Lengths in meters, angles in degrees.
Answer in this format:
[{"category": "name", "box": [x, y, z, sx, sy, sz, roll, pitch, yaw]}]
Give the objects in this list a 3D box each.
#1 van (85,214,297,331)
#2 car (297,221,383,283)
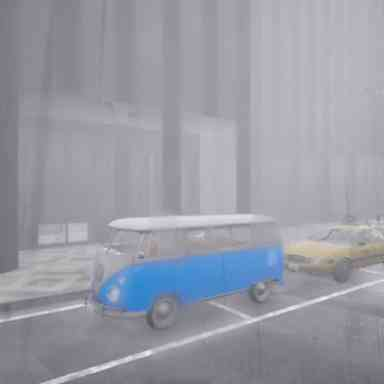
[{"category": "van", "box": [0.070, 1.359, 6.596, 3.998, 1.788, 1.690, 0, -1, -36]}, {"category": "car", "box": [4.525, 1.571, 9.783, 4.829, 1.417, 1.752, 0, -1, -36]}]
